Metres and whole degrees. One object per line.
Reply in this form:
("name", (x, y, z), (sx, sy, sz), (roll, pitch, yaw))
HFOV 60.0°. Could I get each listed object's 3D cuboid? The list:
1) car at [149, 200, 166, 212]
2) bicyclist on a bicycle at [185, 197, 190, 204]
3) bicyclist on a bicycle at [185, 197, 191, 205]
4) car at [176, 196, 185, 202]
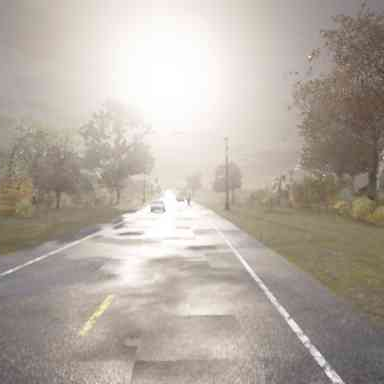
("car", (-4.268, 1.770, 42.076), (1.812, 1.442, 4.674), (0, 0, -2))
("bicyclist on a bicycle", (-1.004, 1.855, 72.771), (0.866, 1.612, 1.509), (0, -1, -3))
("bicyclist on a bicycle", (-0.530, 1.735, 63.346), (0.659, 1.776, 1.843), (0, -1, -3))
("car", (-2.969, 2.052, 89.667), (1.994, 1.385, 4.181), (0, 0, -4))
